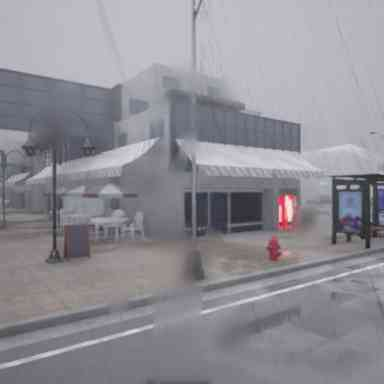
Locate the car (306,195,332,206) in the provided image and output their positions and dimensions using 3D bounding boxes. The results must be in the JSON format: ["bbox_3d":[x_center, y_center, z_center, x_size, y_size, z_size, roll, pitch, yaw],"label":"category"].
[{"bbox_3d":[19.030,1.196,48.761,5.027,1.636,2.152,0,0,-36],"label":"car"}]

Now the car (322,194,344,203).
[{"bbox_3d":[28.296,1.278,66.883,4.514,1.523,2.007,0,0,-36],"label":"car"}]
